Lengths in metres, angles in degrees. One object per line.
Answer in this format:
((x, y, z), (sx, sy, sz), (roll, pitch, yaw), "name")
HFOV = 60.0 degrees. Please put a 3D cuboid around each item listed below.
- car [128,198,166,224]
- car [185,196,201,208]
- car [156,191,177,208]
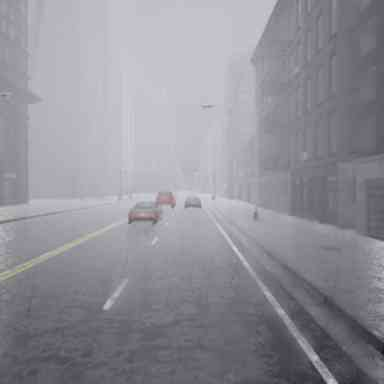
((-3.146, 1.366, 22.978), (1.994, 1.385, 4.181), (0, 0, 0), "car")
((0.106, 1.213, 40.932), (1.994, 1.385, 4.181), (0, 0, 0), "car")
((-3.144, 0.872, 40.792), (2.150, 2.045, 5.566), (0, 0, 0), "car")
